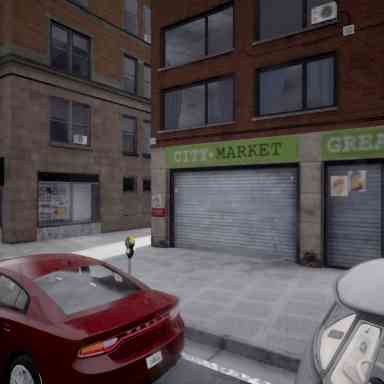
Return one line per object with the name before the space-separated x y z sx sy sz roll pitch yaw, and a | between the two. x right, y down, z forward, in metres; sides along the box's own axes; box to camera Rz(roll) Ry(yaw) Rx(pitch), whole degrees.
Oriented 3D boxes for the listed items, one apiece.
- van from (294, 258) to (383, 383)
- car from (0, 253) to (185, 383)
van | 2.417 1.341 1.352 3.998 1.788 1.690 0 0 35
car | -2.192 1.544 4.639 4.507 1.381 1.887 0 0 35
